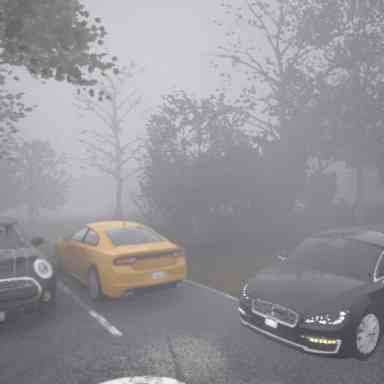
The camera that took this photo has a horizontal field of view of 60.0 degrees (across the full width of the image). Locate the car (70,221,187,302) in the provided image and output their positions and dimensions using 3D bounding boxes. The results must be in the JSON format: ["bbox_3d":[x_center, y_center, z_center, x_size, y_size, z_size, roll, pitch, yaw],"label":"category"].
[{"bbox_3d":[-2.096,1.493,8.560,2.097,1.535,5.008,0,0,-36],"label":"car"}]

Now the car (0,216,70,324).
[{"bbox_3d":[-4.373,1.356,6.980,2.185,1.767,4.553,0,0,-36],"label":"car"}]

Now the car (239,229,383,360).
[{"bbox_3d":[2.918,1.523,6.116,4.892,1.490,1.837,0,2,-41],"label":"car"}]
